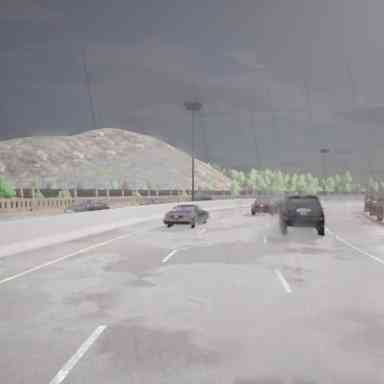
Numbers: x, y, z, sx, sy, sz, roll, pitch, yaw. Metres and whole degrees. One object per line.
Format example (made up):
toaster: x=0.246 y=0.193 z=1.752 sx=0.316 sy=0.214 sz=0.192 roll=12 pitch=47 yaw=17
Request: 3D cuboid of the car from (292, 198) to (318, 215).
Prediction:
car: x=12.021 y=1.489 z=35.211 sx=2.128 sy=1.511 sz=4.902 roll=0 pitch=0 yaw=25

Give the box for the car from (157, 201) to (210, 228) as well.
car: x=-0.238 y=1.547 z=22.215 sx=2.033 sy=1.411 sz=5.357 roll=0 pitch=0 yaw=16

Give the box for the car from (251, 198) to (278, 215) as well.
car: x=7.418 y=1.351 z=33.416 sx=2.097 sy=1.767 sz=4.553 roll=0 pitch=0 yaw=23

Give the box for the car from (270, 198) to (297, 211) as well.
car: x=11.755 y=1.545 z=42.522 sx=2.033 sy=1.411 sz=5.357 roll=0 pitch=0 yaw=31

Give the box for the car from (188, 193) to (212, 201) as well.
car: x=1.458 y=1.222 z=59.300 sx=2.150 sy=2.045 sz=5.566 roll=0 pitch=0 yaw=34

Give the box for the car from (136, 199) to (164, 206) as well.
car: x=-4.058 y=1.491 z=33.605 sx=2.128 sy=1.511 sz=4.902 roll=0 pitch=0 yaw=21

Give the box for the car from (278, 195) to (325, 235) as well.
car: x=6.144 y=1.213 z=18.889 sx=2.150 sy=2.045 sz=5.566 roll=0 pitch=-1 yaw=14

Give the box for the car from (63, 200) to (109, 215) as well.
car: x=-9.234 y=1.491 z=29.270 sx=2.128 sy=1.511 sz=4.902 roll=0 pitch=0 yaw=18
